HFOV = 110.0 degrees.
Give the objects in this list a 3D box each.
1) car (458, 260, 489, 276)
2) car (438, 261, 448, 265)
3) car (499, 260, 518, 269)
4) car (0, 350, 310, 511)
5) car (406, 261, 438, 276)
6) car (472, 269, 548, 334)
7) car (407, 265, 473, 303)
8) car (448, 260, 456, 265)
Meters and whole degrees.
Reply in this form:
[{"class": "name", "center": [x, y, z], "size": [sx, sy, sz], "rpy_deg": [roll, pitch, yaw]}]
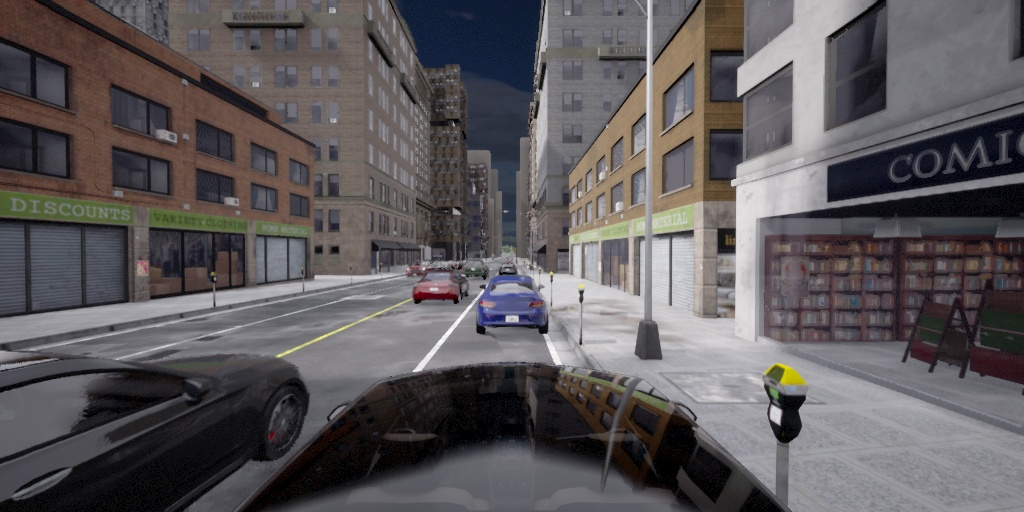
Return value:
[{"class": "car", "center": [-3.144, 1.099, 31.277], "size": [2.097, 1.767, 4.553], "rpy_deg": [0, 0, 0]}, {"class": "car", "center": [-8.909, 1.317, 40.439], "size": [1.948, 1.339, 4.313], "rpy_deg": [0, 0, 0]}, {"class": "car", "center": [-0.383, 1.315, 34.934], "size": [1.948, 1.339, 4.313], "rpy_deg": [0, 0, 0]}, {"class": "car", "center": [-3.146, 1.275, 2.016], "size": [1.812, 1.442, 4.674], "rpy_deg": [0, 0, 0]}, {"class": "car", "center": [-8.909, 1.189, 34.934], "size": [1.967, 1.591, 4.097], "rpy_deg": [0, 0, 0]}, {"class": "car", "center": [0.003, 1.274, 10.501], "size": [1.812, 1.442, 4.674], "rpy_deg": [0, 0, 0]}, {"class": "car", "center": [-3.141, 1.312, 16.511], "size": [1.994, 1.385, 4.181], "rpy_deg": [0, 0, 0]}, {"class": "car", "center": [-8.909, 1.303, 45.944], "size": [2.007, 1.370, 4.403], "rpy_deg": [0, 0, 0]}]
